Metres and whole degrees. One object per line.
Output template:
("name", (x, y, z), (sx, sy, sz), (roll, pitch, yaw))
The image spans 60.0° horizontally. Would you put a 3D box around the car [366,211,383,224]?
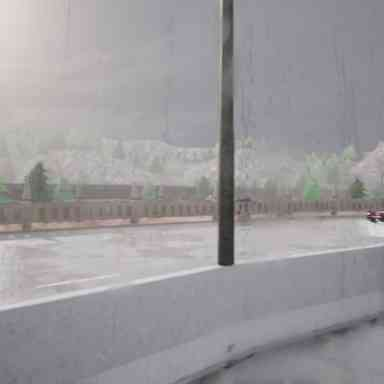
("car", (14.508, 1.580, 23.187), (4.718, 1.301, 1.895), (0, 0, -21))
